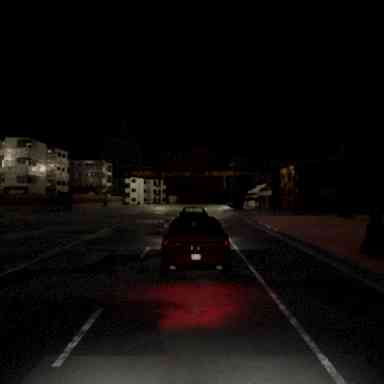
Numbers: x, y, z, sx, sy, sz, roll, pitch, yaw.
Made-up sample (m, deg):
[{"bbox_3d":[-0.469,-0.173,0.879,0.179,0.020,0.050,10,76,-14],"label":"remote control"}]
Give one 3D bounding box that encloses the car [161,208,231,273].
[{"bbox_3d":[0.103,1.472,10.675,1.882,1.535,5.008,0,-1,0],"label":"car"}]
